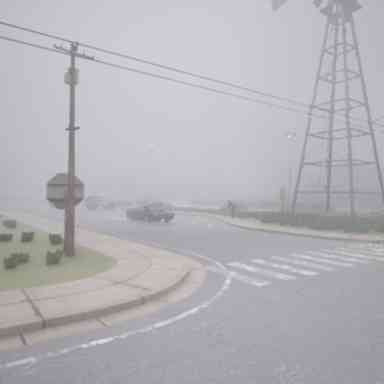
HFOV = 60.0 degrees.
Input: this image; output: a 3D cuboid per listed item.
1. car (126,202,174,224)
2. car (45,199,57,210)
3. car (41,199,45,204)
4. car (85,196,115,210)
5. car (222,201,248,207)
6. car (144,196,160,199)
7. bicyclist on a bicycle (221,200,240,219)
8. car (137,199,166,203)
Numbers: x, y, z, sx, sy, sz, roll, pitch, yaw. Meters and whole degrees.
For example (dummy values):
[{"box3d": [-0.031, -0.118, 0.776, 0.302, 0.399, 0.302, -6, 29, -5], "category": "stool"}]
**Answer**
[{"box3d": [-3.437, 1.751, 26.245, 1.895, 1.301, 4.718, 1, -1, -36], "category": "car"}, {"box3d": [-18.611, 1.494, 46.711, 2.097, 1.767, 4.553, 1, -1, -36], "category": "car"}, {"box3d": [-26.829, 1.669, 64.750, 4.611, 1.667, 2.242, 1, -1, -36], "category": "car"}, {"box3d": [-12.520, 1.507, 45.226, 3.866, 1.878, 1.905, 1, -1, -36], "category": "car"}, {"box3d": [5.577, 1.882, 43.251, 3.905, 1.438, 1.784, 1, -1, -36], "category": "car"}, {"box3d": [-7.853, 1.665, 61.279, 4.605, 1.855, 1.932, 1, -1, -36], "category": "car"}, {"box3d": [3.351, 1.539, 29.086, 1.656, 1.620, 0.582, 0, 0, -2], "category": "bicyclist on a bicycle"}, {"box3d": [-4.094, 1.709, 34.685, 4.193, 1.474, 1.816, 1, -1, -36], "category": "car"}]
